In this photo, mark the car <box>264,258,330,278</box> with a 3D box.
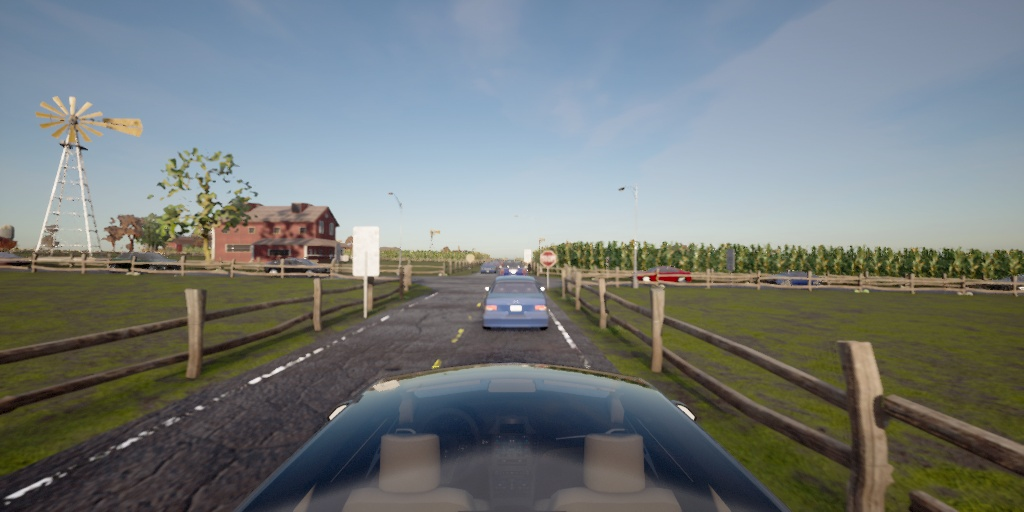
[{"bbox_3d":[-17.351,0.948,29.112,4.892,1.490,1.837,1,-1,0],"label":"car"}]

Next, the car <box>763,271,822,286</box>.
[{"bbox_3d":[24.753,2.030,31.714,4.181,1.385,1.994,1,-1,1],"label":"car"}]

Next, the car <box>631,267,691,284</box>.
[{"bbox_3d":[13.200,1.678,31.811,5.008,1.535,1.882,1,-1,0],"label":"car"}]

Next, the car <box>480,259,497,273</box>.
[{"bbox_3d":[-2.848,1.446,44.780,2.033,1.411,5.357,0,0,0],"label":"car"}]

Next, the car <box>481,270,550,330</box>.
[{"bbox_3d":[0.097,1.327,11.221,2.033,1.411,5.357,0,0,0],"label":"car"}]

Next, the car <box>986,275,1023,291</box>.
[{"bbox_3d":[44.956,2.436,31.493,4.892,1.490,1.837,2,-1,1],"label":"car"}]

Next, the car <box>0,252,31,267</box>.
[{"bbox_3d":[-46.824,0.356,32.248,5.357,1.411,2.033,1,-1,1],"label":"car"}]

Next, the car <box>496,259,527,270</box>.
[{"bbox_3d":[0.095,1.186,27.884,2.097,1.767,4.553,0,0,0],"label":"car"}]

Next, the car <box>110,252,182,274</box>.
[{"bbox_3d":[-29.593,0.511,29.220,4.553,1.767,2.097,1,-1,0],"label":"car"}]
